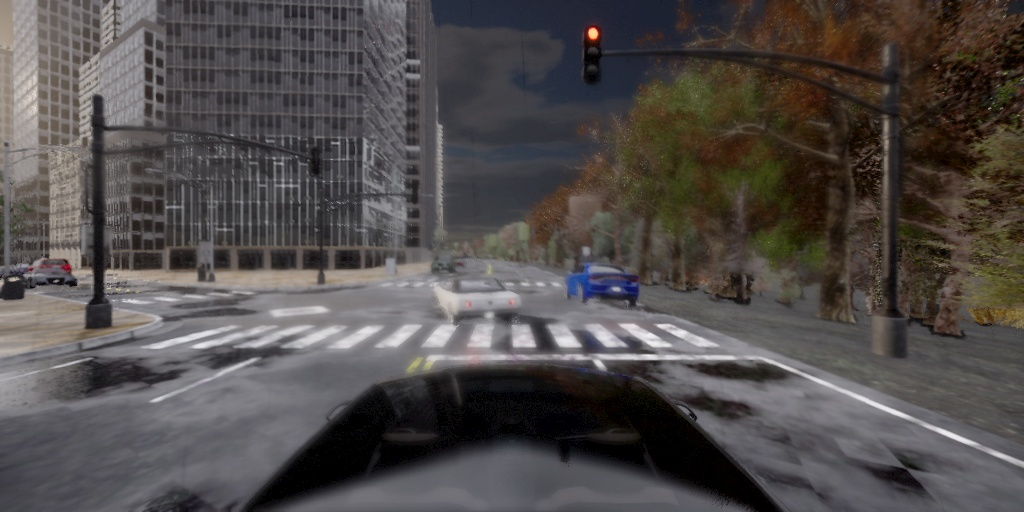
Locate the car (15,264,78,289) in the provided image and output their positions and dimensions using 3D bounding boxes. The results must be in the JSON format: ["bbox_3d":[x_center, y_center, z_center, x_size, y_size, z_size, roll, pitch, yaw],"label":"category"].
[{"bbox_3d":[-32.173,1.502,24.882,4.181,1.385,1.994,0,0,28],"label":"car"}]

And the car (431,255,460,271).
[{"bbox_3d":[-7.456,0.875,39.644,2.150,2.045,5.566,0,0,-2],"label":"car"}]

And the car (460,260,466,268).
[{"bbox_3d":[-8.289,1.217,56.535,1.895,1.301,4.718,0,0,-3],"label":"car"}]

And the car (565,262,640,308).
[{"bbox_3d":[3.336,1.037,14.061,1.882,1.535,5.008,3,-2,-1],"label":"car"}]

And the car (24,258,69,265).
[{"bbox_3d":[-47.049,1.274,36.504,5.566,2.045,2.150,0,0,29],"label":"car"}]

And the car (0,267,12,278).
[{"bbox_3d":[-52.546,1.658,36.010,4.181,1.385,1.994,-1,0,29],"label":"car"}]

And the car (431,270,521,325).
[{"bbox_3d":[-1.402,1.324,11.891,1.895,1.301,4.718,0,0,-21],"label":"car"}]
